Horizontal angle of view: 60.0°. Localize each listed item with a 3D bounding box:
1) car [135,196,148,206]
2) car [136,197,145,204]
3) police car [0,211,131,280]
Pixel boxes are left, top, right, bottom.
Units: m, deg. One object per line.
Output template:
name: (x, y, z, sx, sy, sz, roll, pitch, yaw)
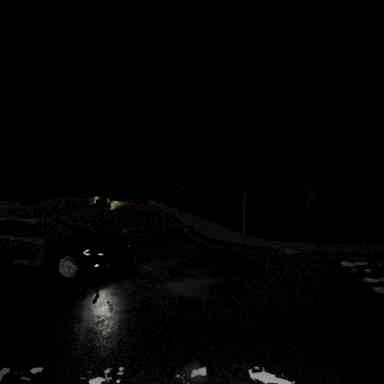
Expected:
car: (-8.685, 1.595, 57.270, 1.882, 1.535, 5.008, 0, 0, -10)
car: (-10.495, 1.688, 67.532, 1.837, 1.490, 4.892, 0, 0, -10)
police car: (-4.393, 1.407, 9.678, 5.238, 1.638, 1.930, 1, 0, 13)
